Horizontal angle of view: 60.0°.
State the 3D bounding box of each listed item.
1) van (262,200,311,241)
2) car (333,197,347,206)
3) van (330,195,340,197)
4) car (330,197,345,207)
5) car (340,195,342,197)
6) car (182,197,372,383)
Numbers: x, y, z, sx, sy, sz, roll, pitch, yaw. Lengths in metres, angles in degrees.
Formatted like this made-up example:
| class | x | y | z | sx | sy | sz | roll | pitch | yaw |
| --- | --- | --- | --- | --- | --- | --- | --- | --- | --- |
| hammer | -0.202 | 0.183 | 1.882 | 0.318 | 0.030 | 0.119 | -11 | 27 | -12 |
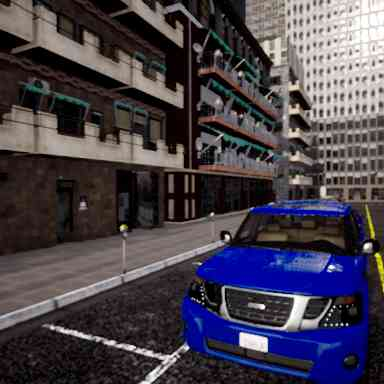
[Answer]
| class | x | y | z | sx | sy | sz | roll | pitch | yaw |
| --- | --- | --- | --- | --- | --- | --- | --- | --- | --- |
| van | 5.022 | 1.339 | 17.385 | 1.690 | 1.788 | 3.998 | -1 | 0 | 27 |
| car | 25.313 | 1.536 | 56.869 | 1.887 | 1.381 | 4.507 | -1 | 0 | 27 |
| van | 15.166 | 1.337 | 37.127 | 1.690 | 1.788 | 3.998 | -1 | 0 | 27 |
| car | 22.777 | 1.558 | 51.934 | 1.947 | 1.339 | 4.313 | -1 | 0 | 27 |
| car | 20.239 | 1.309 | 46.999 | 2.192 | 1.841 | 5.009 | -1 | 0 | 27 |
| car | 1.927 | 1.221 | 5.931 | 2.150 | 2.045 | 5.566 | 0 | 0 | 28 |
